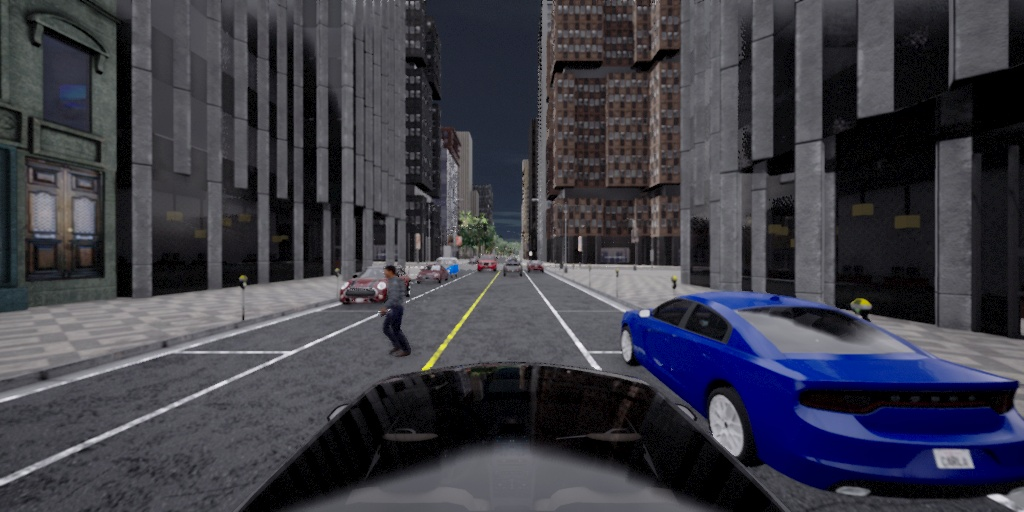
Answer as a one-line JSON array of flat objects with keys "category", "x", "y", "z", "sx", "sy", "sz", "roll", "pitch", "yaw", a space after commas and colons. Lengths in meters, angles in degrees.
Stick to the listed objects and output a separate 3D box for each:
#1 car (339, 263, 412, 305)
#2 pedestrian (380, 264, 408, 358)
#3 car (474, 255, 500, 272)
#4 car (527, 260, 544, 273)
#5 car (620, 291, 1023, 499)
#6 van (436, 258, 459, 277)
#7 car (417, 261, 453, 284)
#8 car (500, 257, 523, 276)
[{"category": "car", "x": -5.767, "y": 1.151, "z": 15.564, "sx": 1.967, "sy": 1.591, "sz": 4.097, "roll": 0, "pitch": 0, "yaw": 0}, {"category": "pedestrian", "x": -2.292, "y": 1.027, "z": 6.980, "sx": 0.375, "sy": 1.860, "sz": 0.375, "roll": 0, "pitch": 0, "yaw": -10}, {"category": "car", "x": -3.024, "y": 0.908, "z": 44.777, "sx": 2.150, "sy": 2.045, "sz": 5.566, "roll": 0, "pitch": 0, "yaw": 0}, {"category": "car", "x": 2.751, "y": 1.123, "z": 42.771, "sx": 1.967, "sy": 1.591, "sz": 4.097, "roll": 0, "pitch": 0, "yaw": 0}, {"category": "car", "x": 2.999, "y": 1.218, "z": 4.912, "sx": 1.882, "sy": 1.535, "sz": 5.008, "roll": 0, "pitch": 0, "yaw": 0}, {"category": "van", "x": -5.771, "y": 1.034, "z": 31.885, "sx": 1.690, "sy": 1.789, "sz": 3.998, "roll": 0, "pitch": 0, "yaw": 0}, {"category": "car", "x": -5.770, "y": 1.280, "z": 26.444, "sx": 1.802, "sy": 1.307, "sz": 4.207, "roll": 0, "pitch": 0, "yaw": 0}, {"category": "car", "x": 0.083, "y": 1.182, "z": 35.693, "sx": 2.128, "sy": 1.511, "sz": 4.902, "roll": 0, "pitch": 0, "yaw": 0}]
